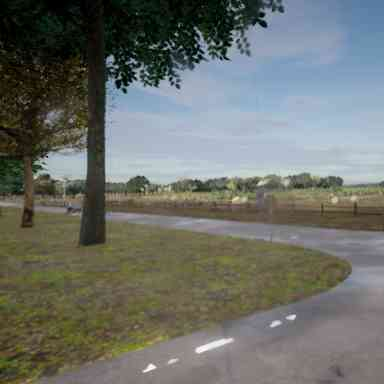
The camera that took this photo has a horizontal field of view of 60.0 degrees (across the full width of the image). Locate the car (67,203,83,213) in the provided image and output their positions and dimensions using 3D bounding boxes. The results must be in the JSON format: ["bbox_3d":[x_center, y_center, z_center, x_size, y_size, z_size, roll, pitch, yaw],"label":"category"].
[{"bbox_3d":[-17.685,2.415,50.723,1.837,1.490,4.892,-1,0,-35],"label":"car"}]
